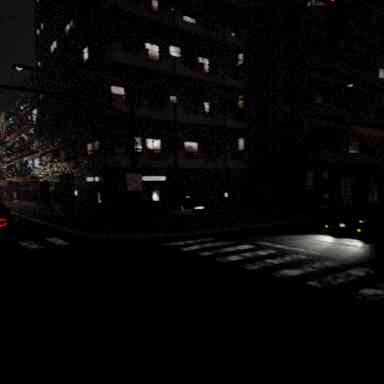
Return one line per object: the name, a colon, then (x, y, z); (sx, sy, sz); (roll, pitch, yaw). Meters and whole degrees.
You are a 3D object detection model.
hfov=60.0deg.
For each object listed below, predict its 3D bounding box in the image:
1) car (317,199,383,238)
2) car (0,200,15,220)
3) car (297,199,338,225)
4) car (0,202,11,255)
car: (7.962, 1.184, 15.259); (4.181, 1.385, 1.994); (-2, 2, -36)
car: (-15.602, 1.428, 26.416); (2.008, 1.369, 4.403); (-3, 2, -37)
car: (7.574, 1.095, 18.170); (4.403, 1.369, 2.008); (-2, 1, -36)
car: (-8.263, 1.182, 12.274); (2.150, 2.045, 5.566); (-2, 1, -37)
